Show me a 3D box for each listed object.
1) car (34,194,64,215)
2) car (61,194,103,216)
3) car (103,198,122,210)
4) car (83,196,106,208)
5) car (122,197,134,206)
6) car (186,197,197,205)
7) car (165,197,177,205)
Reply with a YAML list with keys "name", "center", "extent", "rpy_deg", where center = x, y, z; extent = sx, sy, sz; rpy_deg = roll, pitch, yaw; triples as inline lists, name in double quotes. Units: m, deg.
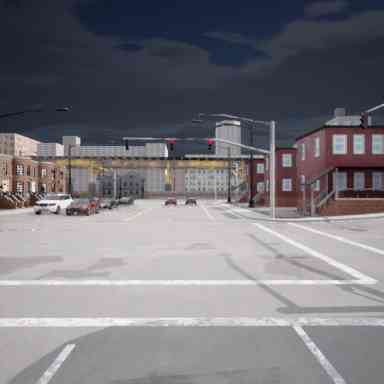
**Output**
- name: "car"
  center: [-14.187, 1.222, 34.450]
  extent: [2.150, 2.045, 5.566]
  rpy_deg: [0, 0, 0]
- name: "car"
  center: [-10.672, 1.352, 32.624]
  extent: [2.097, 1.767, 4.553]
  rpy_deg: [0, 0, 0]
- name: "car"
  center: [-10.702, 1.491, 41.879]
  extent: [2.128, 1.511, 4.902]
  rpy_deg: [0, 0, 0]
- name: "car"
  center: [-14.213, 1.478, 48.710]
  extent: [1.882, 1.535, 5.008]
  rpy_deg: [0, 1, 0]
- name: "car"
  center: [-10.711, 1.478, 54.038]
  extent: [1.882, 1.535, 5.008]
  rpy_deg: [0, 0, 0]
- name: "car"
  center: [-0.147, 1.526, 58.543]
  extent: [1.812, 1.442, 4.674]
  rpy_deg: [0, 0, 0]
- name: "car"
  center: [-3.542, 1.526, 56.727]
  extent: [1.812, 1.442, 4.674]
  rpy_deg: [0, 0, 0]
